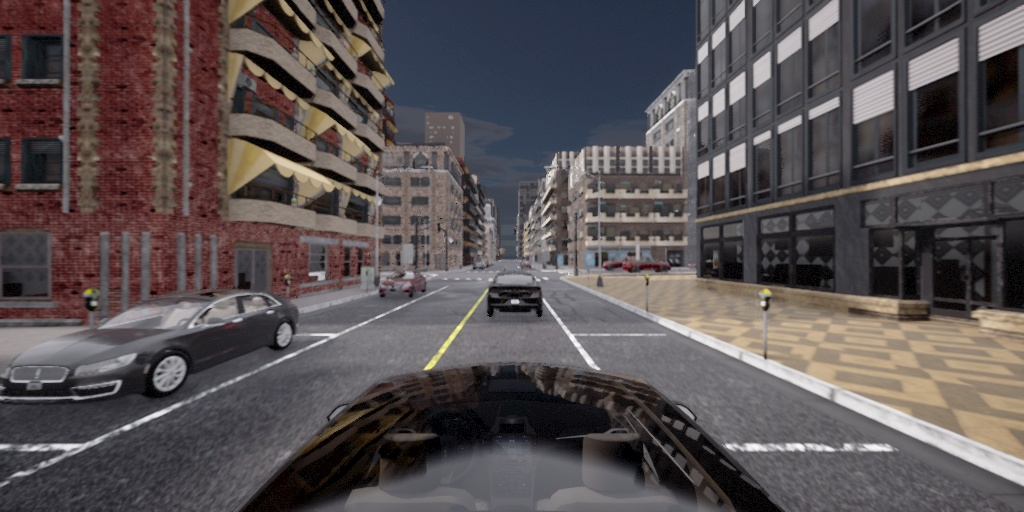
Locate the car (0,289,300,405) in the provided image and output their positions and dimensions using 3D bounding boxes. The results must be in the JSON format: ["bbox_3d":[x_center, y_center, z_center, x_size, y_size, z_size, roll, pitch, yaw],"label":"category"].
[{"bbox_3d":[-5.692,1.327,6.454,2.007,1.370,4.403,0,0,0],"label":"car"}]

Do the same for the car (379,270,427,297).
[{"bbox_3d":[-5.745,1.432,19.371,1.802,1.307,4.207,0,0,0],"label":"car"}]

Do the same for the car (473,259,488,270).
[{"bbox_3d":[-5.706,1.672,61.394,1.948,1.339,4.313,0,0,0],"label":"car"}]

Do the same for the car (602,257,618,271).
[{"bbox_3d":[14.563,1.029,47.737,5.009,1.841,2.192,0,0,0],"label":"car"}]

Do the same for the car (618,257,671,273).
[{"bbox_3d":[14.700,0.995,39.358,5.009,1.841,2.192,0,0,0],"label":"car"}]

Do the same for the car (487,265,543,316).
[{"bbox_3d":[0.097,1.296,13.771,1.882,1.535,5.008,0,0,0],"label":"car"}]

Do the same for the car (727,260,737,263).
[{"bbox_3d":[25.793,1.040,39.459,4.313,1.339,1.948,0,0,0],"label":"car"}]

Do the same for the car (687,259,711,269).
[{"bbox_3d":[25.654,1.090,47.838,4.207,1.307,1.802,0,0,0],"label":"car"}]
